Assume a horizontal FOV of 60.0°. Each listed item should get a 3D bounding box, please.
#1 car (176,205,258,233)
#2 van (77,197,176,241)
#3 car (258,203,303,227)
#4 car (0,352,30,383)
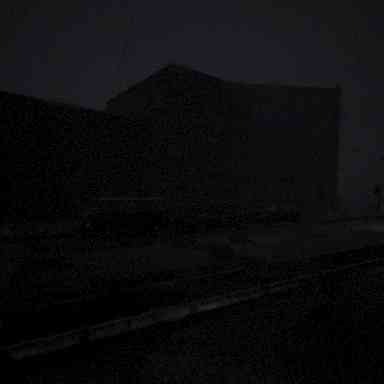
[{"bbox_3d":[1.249,1.499,19.577,4.792,1.488,2.163,0,0,-36],"label":"car"},{"bbox_3d":[-3.312,1.238,16.307,4.442,1.987,1.878,0,0,-36],"label":"van"},{"bbox_3d":[5.706,1.514,22.792,4.674,1.452,2.002,0,-2,-36],"label":"car"},{"bbox_3d":[-3.261,1.476,1.114,5.008,1.535,1.882,0,0,-35],"label":"car"}]
